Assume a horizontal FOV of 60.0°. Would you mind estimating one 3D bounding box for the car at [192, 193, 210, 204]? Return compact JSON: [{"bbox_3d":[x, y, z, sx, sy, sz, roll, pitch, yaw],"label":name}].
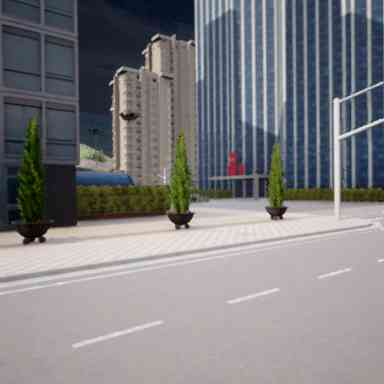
[{"bbox_3d":[0.832,0.867,52.483,2.097,1.767,4.553,-1,1,-36],"label":"car"}]
